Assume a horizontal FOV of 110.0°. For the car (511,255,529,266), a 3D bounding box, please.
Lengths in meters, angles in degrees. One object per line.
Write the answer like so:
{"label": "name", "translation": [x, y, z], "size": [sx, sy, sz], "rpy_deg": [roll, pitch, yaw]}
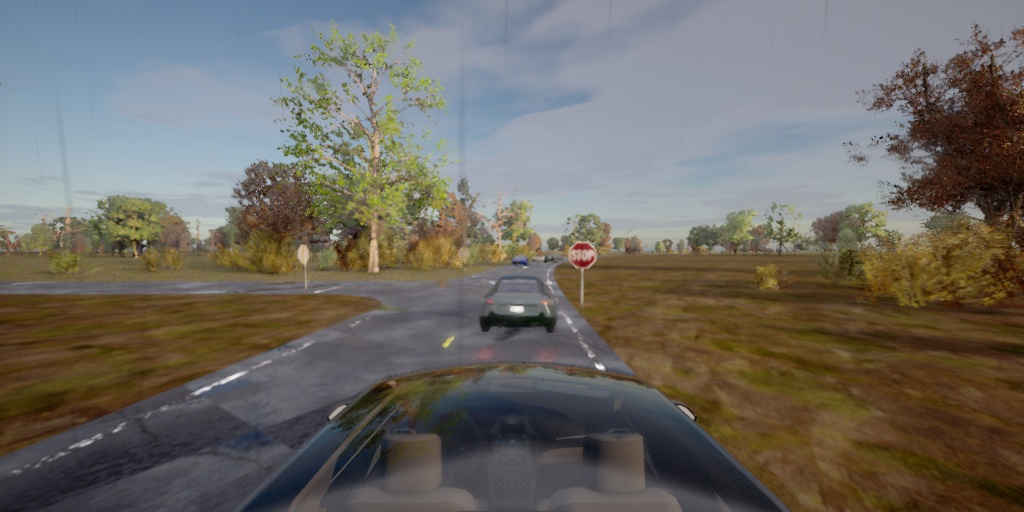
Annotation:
{"label": "car", "translation": [1.157, 0.617, 49.984], "size": [1.882, 1.535, 5.008], "rpy_deg": [0, 1, 10]}

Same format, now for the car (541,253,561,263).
{"label": "car", "translation": [6.946, 0.329, 63.127], "size": [2.097, 1.767, 4.553], "rpy_deg": [0, 1, 13]}

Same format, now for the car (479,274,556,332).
{"label": "car", "translation": [0.235, 1.204, 10.516], "size": [1.994, 1.385, 4.181], "rpy_deg": [0, 1, 3]}
